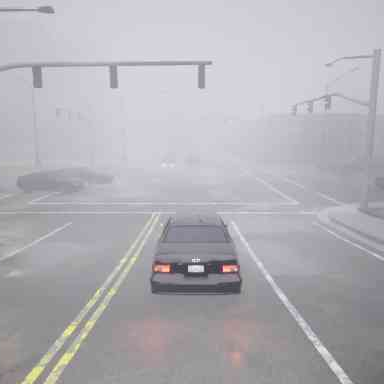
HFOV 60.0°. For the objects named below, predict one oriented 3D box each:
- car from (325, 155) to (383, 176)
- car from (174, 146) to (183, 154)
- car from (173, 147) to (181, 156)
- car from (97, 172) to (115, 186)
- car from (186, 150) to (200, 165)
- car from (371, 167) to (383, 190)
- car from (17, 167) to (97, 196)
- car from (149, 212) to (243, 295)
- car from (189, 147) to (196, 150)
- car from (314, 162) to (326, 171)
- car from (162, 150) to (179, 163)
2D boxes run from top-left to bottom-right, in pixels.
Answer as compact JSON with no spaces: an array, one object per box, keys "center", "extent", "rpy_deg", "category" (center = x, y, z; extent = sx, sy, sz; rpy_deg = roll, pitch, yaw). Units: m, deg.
[{"center":[17.073,-2.752,33.804],"extent":[5.566,2.045,2.150],"rpy_deg":[0,9,1],"category":"car"},{"center":[-3.397,-8.498,71.181],"extent":[2.033,1.411,5.357],"rpy_deg":[0,9,0],"category":"car"},{"center":[-3.479,-6.877,60.986],"extent":[1.837,1.490,4.892],"rpy_deg":[0,9,0],"category":"car"},{"center":[-9.100,-1.288,26.872],"extent":[5.357,1.411,2.033],"rpy_deg":[0,9,0],"category":"car"},{"center":[0.155,-4.809,48.084],"extent":[1.882,1.535,5.008],"rpy_deg":[0,9,1],"category":"car"},{"center":[15.243,-0.738,23.315],"extent":[4.674,1.442,1.812],"rpy_deg":[0,9,0],"category":"car"},{"center":[-9.501,-0.683,22.804],"extent":[4.902,1.511,2.128],"rpy_deg":[2,9,11],"category":"car"},{"center":[0.087,1.219,8.383],"extent":[2.033,1.411,5.357],"rpy_deg":[0,4,0],"category":"car"},{"center":[0.118,-10.287,81.937],"extent":[1.837,1.490,4.892],"rpy_deg":[0,9,0],"category":"car"},{"center":[16.329,-3.047,37.310],"extent":[4.902,1.511,2.128],"rpy_deg":[0,9,0],"category":"car"},{"center":[-3.521,-5.293,51.508],"extent":[2.033,1.411,5.357],"rpy_deg":[0,9,0],"category":"car"}]
